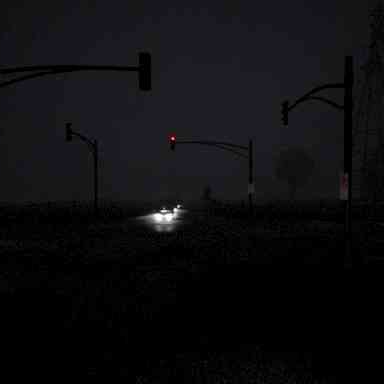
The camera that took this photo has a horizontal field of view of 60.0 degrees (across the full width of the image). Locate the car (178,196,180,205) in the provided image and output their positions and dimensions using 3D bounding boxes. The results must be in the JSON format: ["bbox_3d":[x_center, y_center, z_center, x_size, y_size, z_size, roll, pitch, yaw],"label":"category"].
[{"bbox_3d":[-3.040,1.596,47.531,1.895,1.301,4.718,0,0,0],"label":"car"}]

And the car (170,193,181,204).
[{"bbox_3d":[-3.091,1.219,59.805,2.150,2.045,5.566,0,0,1],"label":"car"}]

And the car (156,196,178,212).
[{"bbox_3d":[-2.983,1.486,37.716,2.128,1.511,4.902,0,0,-1],"label":"car"}]
